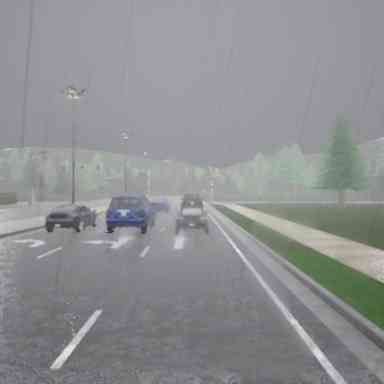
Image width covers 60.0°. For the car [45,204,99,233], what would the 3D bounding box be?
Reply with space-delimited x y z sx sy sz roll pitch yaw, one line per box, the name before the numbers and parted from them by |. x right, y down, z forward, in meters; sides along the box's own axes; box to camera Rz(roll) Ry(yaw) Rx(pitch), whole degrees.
car | -6.979 1.489 19.728 1.837 1.490 4.892 0 0 0

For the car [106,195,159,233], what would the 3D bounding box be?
car | -3.478 1.208 19.697 2.150 2.045 5.566 0 0 0

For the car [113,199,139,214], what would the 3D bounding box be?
car | -6.980 1.533 35.733 1.994 1.385 4.181 0 0 0

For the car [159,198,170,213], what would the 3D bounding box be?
car | -3.481 1.445 37.003 1.882 1.535 5.008 0 0 0

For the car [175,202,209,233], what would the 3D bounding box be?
car | 0.015 1.509 19.281 1.812 1.442 4.674 0 0 0

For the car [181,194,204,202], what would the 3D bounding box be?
car | 0.020 1.192 34.845 2.150 2.045 5.566 0 0 0
